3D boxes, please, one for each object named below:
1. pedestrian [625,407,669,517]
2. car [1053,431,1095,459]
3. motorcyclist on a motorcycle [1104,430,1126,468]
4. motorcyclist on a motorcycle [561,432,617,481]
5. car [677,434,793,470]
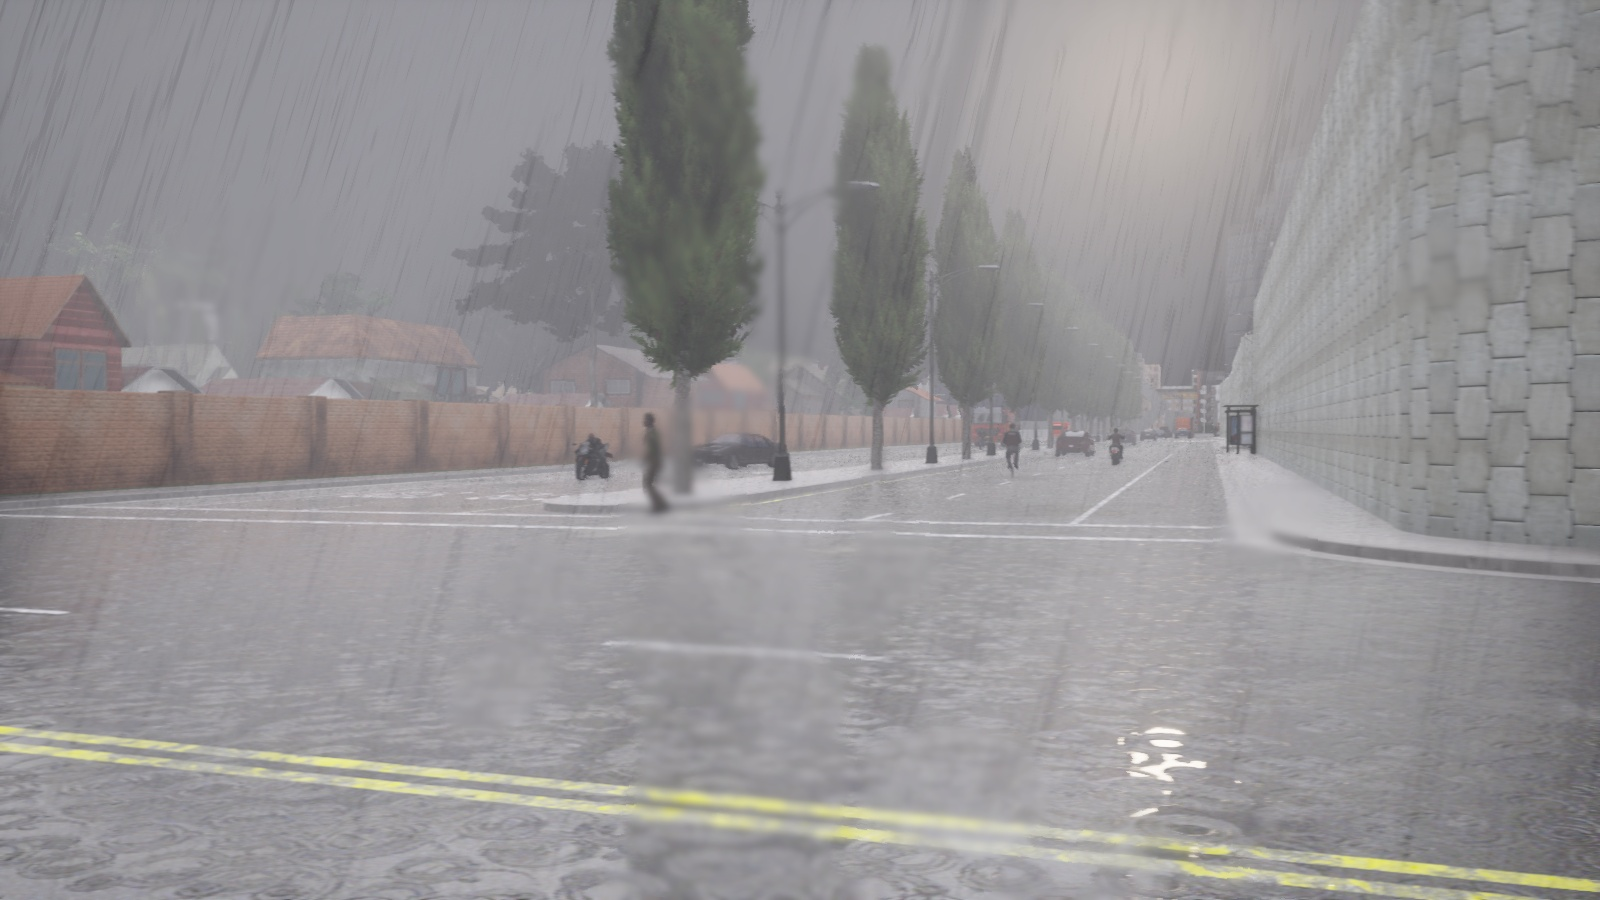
[{"bbox_3d":[-2.701,0.205,22.239,0.692,1.930,0.395,0,1,7],"label":"pedestrian"},{"bbox_3d":[15.964,-0.305,73.025,1.882,1.535,5.008,1,1,18],"label":"car"},{"bbox_3d":[13.855,-0.056,55.268,0.766,1.649,2.350,1,1,18],"label":"motorcyclist on a motorcycle"},{"bbox_3d":[-6.776,0.189,40.408,0.866,1.530,2.191,1,1,18],"label":"motorcyclist on a motorcycle"},{"bbox_3d":[-2.597,0.038,51.620,2.033,1.411,5.357,1,1,32],"label":"car"}]
